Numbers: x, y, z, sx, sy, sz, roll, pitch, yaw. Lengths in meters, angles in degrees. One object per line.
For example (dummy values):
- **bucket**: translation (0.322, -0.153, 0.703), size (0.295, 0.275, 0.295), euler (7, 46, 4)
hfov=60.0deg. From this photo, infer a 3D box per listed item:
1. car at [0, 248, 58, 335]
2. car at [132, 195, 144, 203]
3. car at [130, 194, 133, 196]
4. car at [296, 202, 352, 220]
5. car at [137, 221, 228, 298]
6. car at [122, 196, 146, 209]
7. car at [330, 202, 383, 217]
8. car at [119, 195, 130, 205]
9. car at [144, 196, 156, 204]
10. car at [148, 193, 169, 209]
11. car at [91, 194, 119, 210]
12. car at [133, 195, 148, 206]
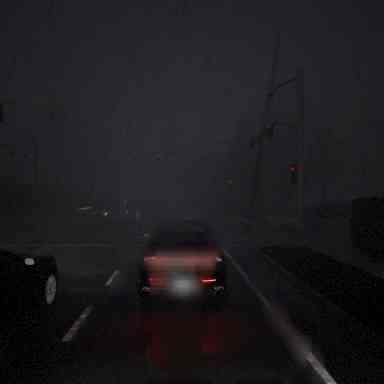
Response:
- **car**: translation (-3.613, 1.478, 4.830), size (1.882, 1.535, 5.008), euler (0, 0, -2)
- **car**: translation (-11.859, 1.478, 73.203), size (1.882, 1.535, 5.008), euler (0, 0, -1)
- **car**: translation (-11.735, 1.352, 63.132), size (2.097, 1.767, 4.553), euler (0, 0, 0)
- **car**: translation (11.388, 1.547, 27.192), size (5.357, 1.411, 2.033), euler (0, 0, 0)
- **car**: translation (-0.247, 1.492, 8.496), size (2.128, 1.511, 4.902), euler (0, 0, -2)
- **car**: translation (-7.989, 1.601, 46.459), size (1.895, 1.301, 4.718), euler (0, 0, -1)
- **car**: translation (15.459, 1.601, 30.658), size (4.718, 1.301, 1.895), euler (0, 0, 0)
- **car**: translation (-11.601, 1.505, 53.222), size (1.837, 1.490, 4.892), euler (0, 0, -1)
- **car**: translation (-8.251, 1.526, 65.047), size (1.812, 1.442, 4.674), euler (0, 0, -1)
- **car**: translation (-4.274, 1.352, 44.888), size (2.097, 1.767, 4.553), euler (0, 0, -1)
- **car**: translation (-11.446, 1.221, 43.395), size (2.150, 2.045, 5.566), euler (0, 0, -2)
- **car**: translation (-8.130, 1.564, 55.225), size (1.994, 1.385, 4.181), euler (0, 0, -1)
